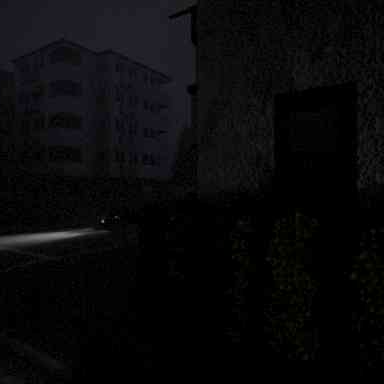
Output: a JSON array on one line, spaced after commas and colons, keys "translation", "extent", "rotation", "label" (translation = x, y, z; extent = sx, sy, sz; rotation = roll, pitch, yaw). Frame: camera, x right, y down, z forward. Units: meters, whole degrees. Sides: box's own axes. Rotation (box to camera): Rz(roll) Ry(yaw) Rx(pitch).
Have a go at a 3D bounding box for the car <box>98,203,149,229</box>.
[{"translation": [-3.929, 1.492, 21.903], "extent": [2.128, 1.511, 4.902], "rotation": [0, 0, 35], "label": "car"}]
